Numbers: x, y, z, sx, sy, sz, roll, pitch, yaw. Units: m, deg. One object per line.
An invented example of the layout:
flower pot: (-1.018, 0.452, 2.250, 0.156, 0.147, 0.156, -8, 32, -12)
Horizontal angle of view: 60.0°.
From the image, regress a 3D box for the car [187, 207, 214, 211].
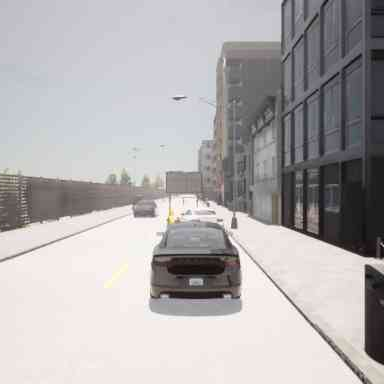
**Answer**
car: (0.433, 1.537, 17.851, 1.812, 1.442, 4.674, 0, -1, -9)

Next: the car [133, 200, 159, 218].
car: (-4.093, 1.501, 30.017, 1.837, 1.490, 4.892, 0, 0, 0)

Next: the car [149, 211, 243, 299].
car: (0.072, 1.477, 8.500, 1.882, 1.535, 5.008, 0, 0, 0)

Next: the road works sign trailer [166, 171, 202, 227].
road works sign trailer: (-0.563, 0.462, 21.332, 2.380, 3.560, 2.880, 0, 0, -17)
